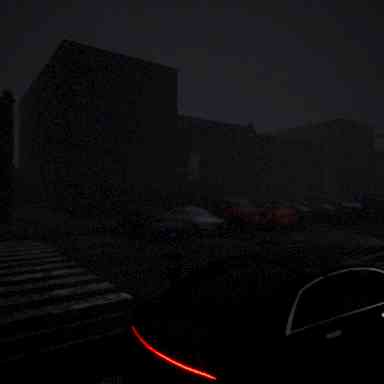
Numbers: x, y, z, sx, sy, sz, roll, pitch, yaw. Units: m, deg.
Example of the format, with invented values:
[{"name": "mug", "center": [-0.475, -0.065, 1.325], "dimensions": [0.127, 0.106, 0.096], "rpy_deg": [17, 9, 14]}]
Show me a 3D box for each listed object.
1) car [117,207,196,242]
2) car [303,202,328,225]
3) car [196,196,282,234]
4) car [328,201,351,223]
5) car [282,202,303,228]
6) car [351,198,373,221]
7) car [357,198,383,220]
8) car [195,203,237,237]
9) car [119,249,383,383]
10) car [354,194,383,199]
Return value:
[{"name": "car", "center": [-2.194, 1.549, 17.046], "dimensions": [2.163, 1.488, 4.792], "rpy_deg": [0, 0, -36]}, {"name": "car", "center": [6.662, 1.553, 23.404], "dimensions": [2.002, 1.452, 4.674], "rpy_deg": [0, 0, -36]}, {"name": "car", "center": [2.295, 1.266, 20.253], "dimensions": [2.435, 2.045, 5.566], "rpy_deg": [0, 0, -36]}, {"name": "car", "center": [9.013, 1.551, 25.082], "dimensions": [2.002, 1.452, 4.674], "rpy_deg": [0, 0, -36]}, {"name": "car", "center": [4.541, 1.390, 21.853], "dimensions": [2.185, 1.767, 4.553], "rpy_deg": [0, 0, -36]}, {"name": "car", "center": [11.258, 1.509, 26.682], "dimensions": [2.097, 1.535, 5.008], "rpy_deg": [0, 0, -36]}, {"name": "car", "center": [13.497, 1.547, 28.292], "dimensions": [2.002, 1.452, 4.674], "rpy_deg": [0, 0, -36]}, {"name": "car", "center": [0.032, 1.559, 18.675], "dimensions": [2.002, 1.452, 4.674], "rpy_deg": [0, 0, -36]}, {"name": "car", "center": [1.530, 1.509, 4.224], "dimensions": [4.892, 1.490, 1.837], "rpy_deg": [0, 0, -35]}, {"name": "car", "center": [18.003, 1.257, 31.471], "dimensions": [2.435, 2.045, 5.566], "rpy_deg": [0, 0, -36]}]
